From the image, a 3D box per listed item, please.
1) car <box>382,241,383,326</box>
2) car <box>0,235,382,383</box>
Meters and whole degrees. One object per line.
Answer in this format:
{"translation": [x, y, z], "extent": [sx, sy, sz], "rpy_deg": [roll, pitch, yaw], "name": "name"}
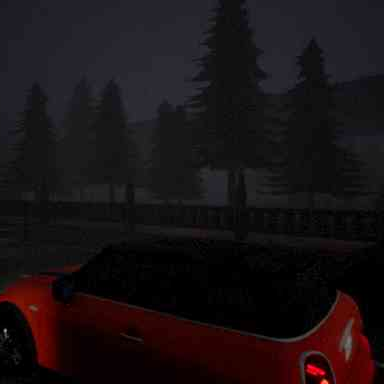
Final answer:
{"translation": [3.754, 1.531, 5.491], "extent": [5.357, 1.411, 2.033], "rpy_deg": [1, 0, 35], "name": "car"}
{"translation": [-0.428, 1.326, 4.023], "extent": [4.553, 1.767, 2.097], "rpy_deg": [0, 0, 34], "name": "car"}
